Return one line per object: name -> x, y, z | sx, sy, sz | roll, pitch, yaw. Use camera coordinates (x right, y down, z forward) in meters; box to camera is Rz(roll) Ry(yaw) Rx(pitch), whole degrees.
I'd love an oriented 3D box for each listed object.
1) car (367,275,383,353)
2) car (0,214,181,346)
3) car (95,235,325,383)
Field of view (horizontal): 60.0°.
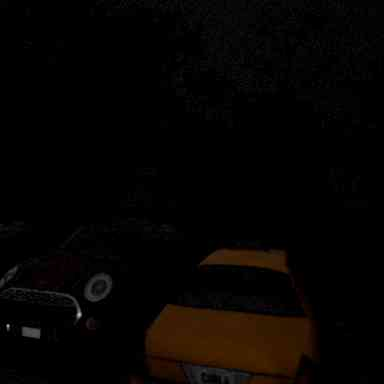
car -> 3.242, 1.363, 3.154 | 2.185, 1.767, 4.553 | 0, -1, 16
car -> -1.534, 1.347, 6.681 | 2.185, 1.767, 4.553 | 1, 0, 16
car -> 0.895, 1.480, 5.089 | 1.946, 1.575, 5.366 | 0, -1, 16
